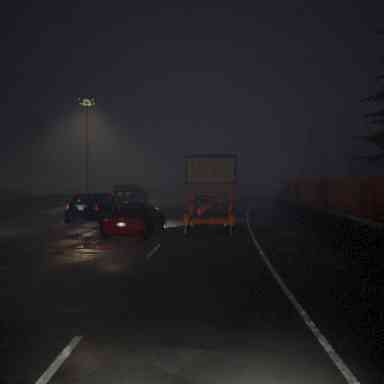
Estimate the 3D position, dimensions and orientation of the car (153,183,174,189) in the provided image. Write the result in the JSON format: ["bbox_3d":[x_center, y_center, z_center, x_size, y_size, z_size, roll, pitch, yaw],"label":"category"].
[{"bbox_3d":[-6.191,-0.918,75.227,2.150,2.045,5.566,1,2,27],"label":"car"}]

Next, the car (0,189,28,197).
[{"bbox_3d":[-20.199,0.463,36.581,1.837,1.490,4.892,0,2,13],"label":"car"}]

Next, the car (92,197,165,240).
[{"bbox_3d":[-2.470,1.147,14.602,1.994,1.385,4.181,0,2,6],"label":"car"}]

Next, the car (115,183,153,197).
[{"bbox_3d":[-6.235,0.252,34.170,2.150,2.045,5.566,0,2,13],"label":"car"}]

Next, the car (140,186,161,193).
[{"bbox_3d":[-9.449,-0.646,76.546,2.033,1.411,5.357,1,2,27],"label":"car"}]

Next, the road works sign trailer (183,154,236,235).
[{"bbox_3d":[0.912,0.014,15.828,2.380,3.560,2.880,0,2,9],"label":"road works sign trailer"}]

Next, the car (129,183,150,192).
[{"bbox_3d":[-12.358,-1.023,78.536,2.150,2.045,5.566,1,2,27],"label":"car"}]

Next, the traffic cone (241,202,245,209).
[{"bbox_3d":[4.392,1.150,28.482,0.340,0.580,0.340,0,2,9],"label":"traffic cone"}]

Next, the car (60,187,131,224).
[{"bbox_3d":[-5.422,0.805,19.186,2.097,1.767,4.553,0,2,8],"label":"car"}]

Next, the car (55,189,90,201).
[{"bbox_3d":[-15.152,0.323,42.334,1.812,1.442,4.674,0,2,16],"label":"car"}]

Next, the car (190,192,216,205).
[{"bbox_3d":[1.288,0.597,35.485,1.895,1.301,4.718,0,2,14],"label":"car"}]
